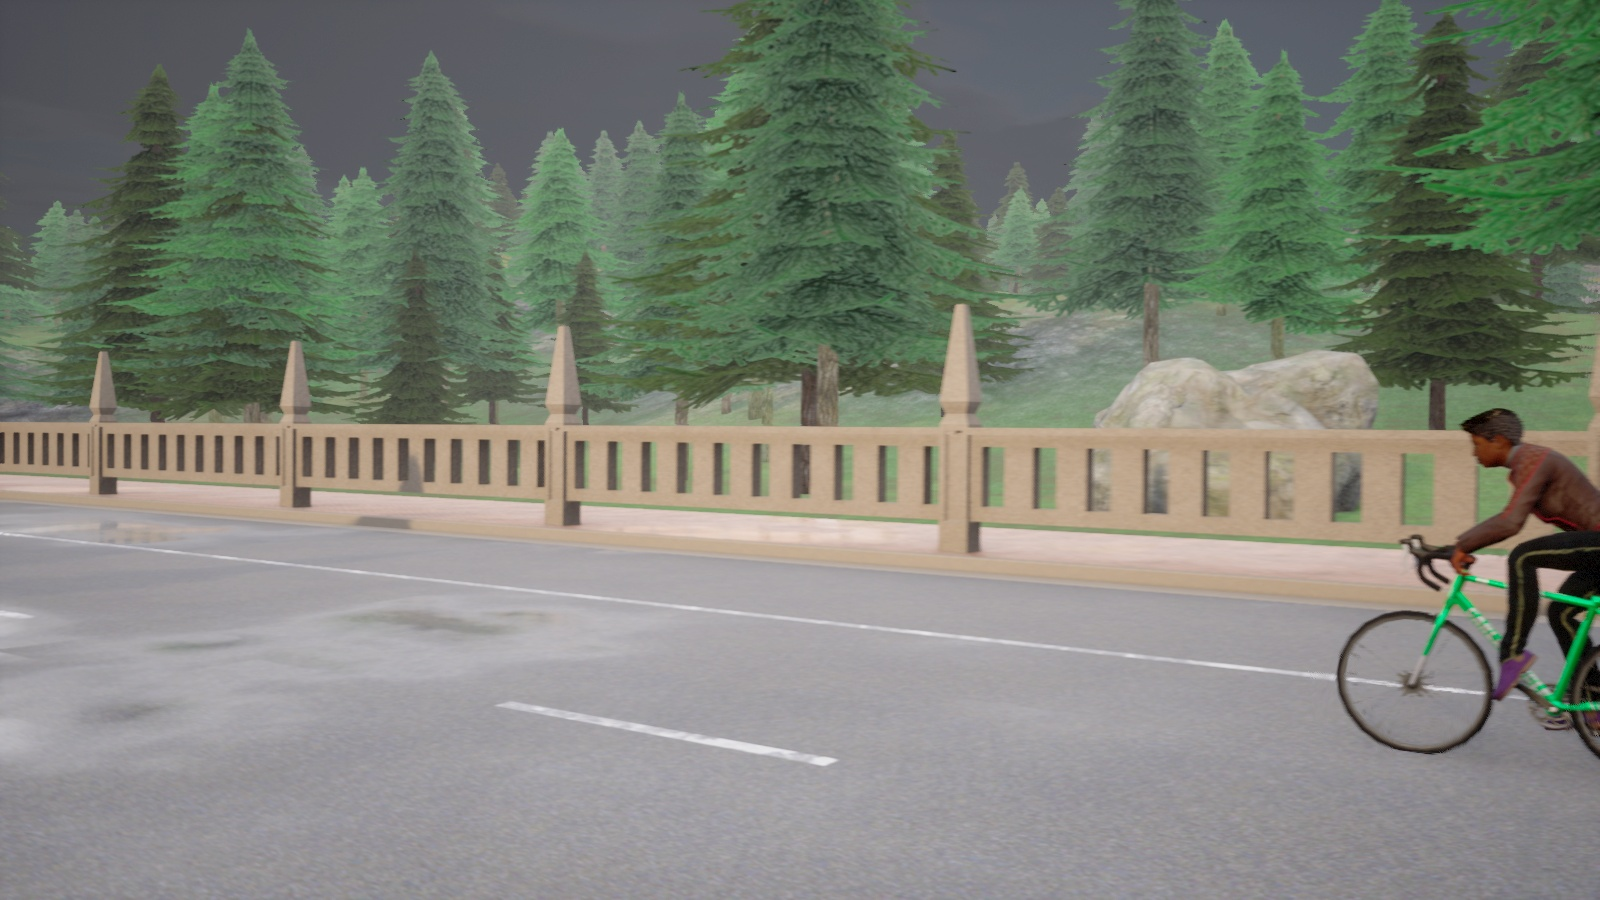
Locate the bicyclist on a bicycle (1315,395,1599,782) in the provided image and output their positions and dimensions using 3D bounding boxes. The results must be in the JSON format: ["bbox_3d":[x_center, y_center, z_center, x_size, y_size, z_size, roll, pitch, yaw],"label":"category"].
[{"bbox_3d":[3.267,0.577,5.654,1.656,1.620,0.582,0,1,34],"label":"bicyclist on a bicycle"}]
